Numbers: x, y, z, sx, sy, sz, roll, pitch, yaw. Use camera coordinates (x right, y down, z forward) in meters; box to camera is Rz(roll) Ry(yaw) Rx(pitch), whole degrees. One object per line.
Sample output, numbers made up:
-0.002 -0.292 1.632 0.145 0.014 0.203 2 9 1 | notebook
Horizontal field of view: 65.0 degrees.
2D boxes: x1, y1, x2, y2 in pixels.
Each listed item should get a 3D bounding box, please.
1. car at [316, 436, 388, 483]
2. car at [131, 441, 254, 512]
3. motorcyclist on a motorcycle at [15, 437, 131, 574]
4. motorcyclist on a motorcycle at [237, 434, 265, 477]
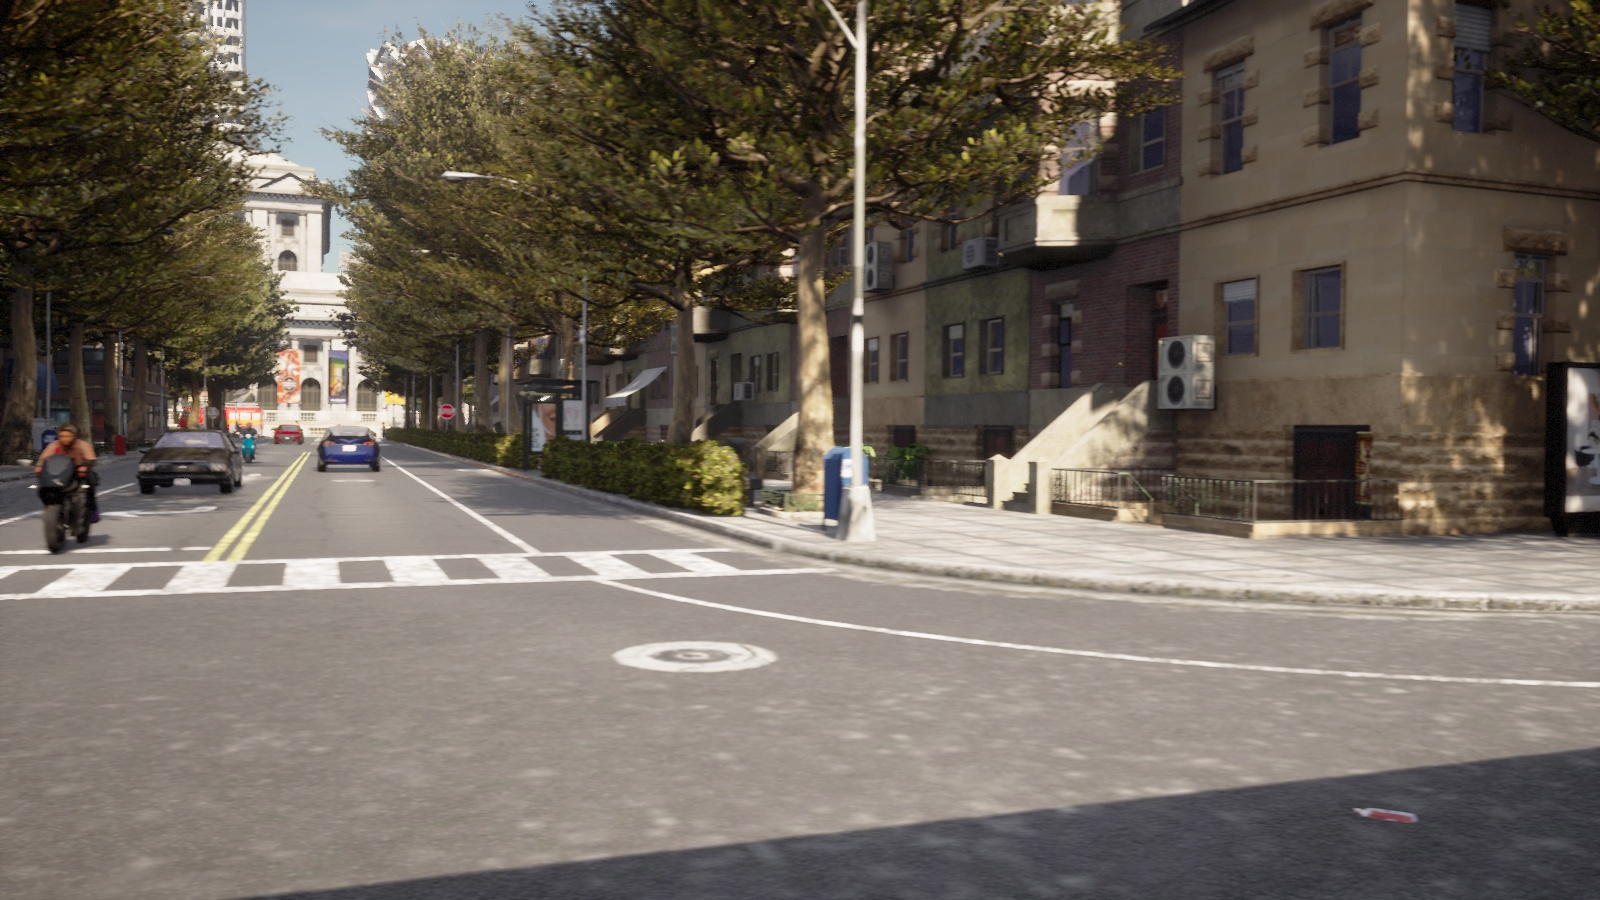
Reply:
-15.318 0.266 42.838 2.163 1.488 4.792 -1 1 -21 | car
-13.786 0.526 28.795 2.033 1.411 5.357 -1 1 -21 | car
-8.724 0.630 15.158 0.797 1.523 2.044 -1 0 -19 | motorcyclist on a motorcycle
-21.090 0.194 48.255 0.866 1.590 1.817 -1 1 -21 | motorcyclist on a motorcycle
